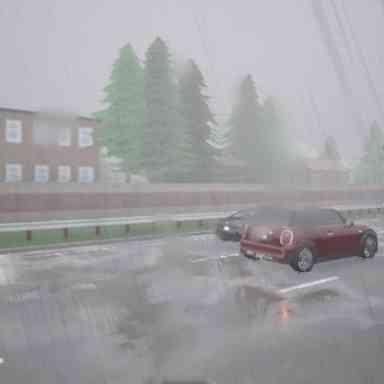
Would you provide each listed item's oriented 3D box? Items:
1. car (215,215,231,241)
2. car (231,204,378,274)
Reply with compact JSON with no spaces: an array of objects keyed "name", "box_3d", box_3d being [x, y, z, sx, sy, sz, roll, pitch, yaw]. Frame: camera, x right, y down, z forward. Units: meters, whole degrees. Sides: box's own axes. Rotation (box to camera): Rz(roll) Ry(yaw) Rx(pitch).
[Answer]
[{"name":"car","box_3d":[3.028,1.374,14.052,4.181,1.385,1.994,-1,1,-33]},{"name":"car","box_3d":[3.723,1.210,10.321,4.553,1.767,2.097,-1,1,-33]}]
